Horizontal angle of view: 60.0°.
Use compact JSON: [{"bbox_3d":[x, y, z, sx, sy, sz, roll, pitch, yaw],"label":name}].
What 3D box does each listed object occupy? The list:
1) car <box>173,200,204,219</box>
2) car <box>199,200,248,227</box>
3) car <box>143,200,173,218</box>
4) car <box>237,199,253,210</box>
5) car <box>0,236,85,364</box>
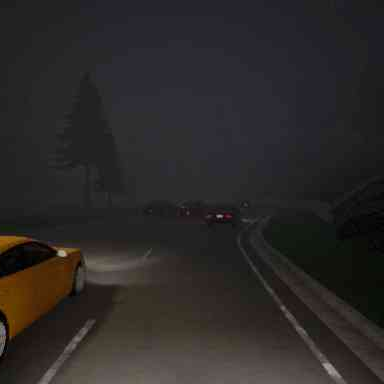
[{"bbox_3d":[0.372,1.459,28.575,2.128,1.511,4.902,0,0,16],"label":"car"},{"bbox_3d":[2.282,1.522,22.571,2.033,1.411,5.357,0,0,15],"label":"car"},{"bbox_3d":[-2.781,1.444,30.254,1.882,1.535,5.008,0,0,16],"label":"car"},{"bbox_3d":[6.312,1.516,41.921,1.994,1.385,4.181,0,0,-4],"label":"car"},{"bbox_3d":[-3.360,1.471,5.552,1.882,1.535,5.008,0,0,1],"label":"car"}]
